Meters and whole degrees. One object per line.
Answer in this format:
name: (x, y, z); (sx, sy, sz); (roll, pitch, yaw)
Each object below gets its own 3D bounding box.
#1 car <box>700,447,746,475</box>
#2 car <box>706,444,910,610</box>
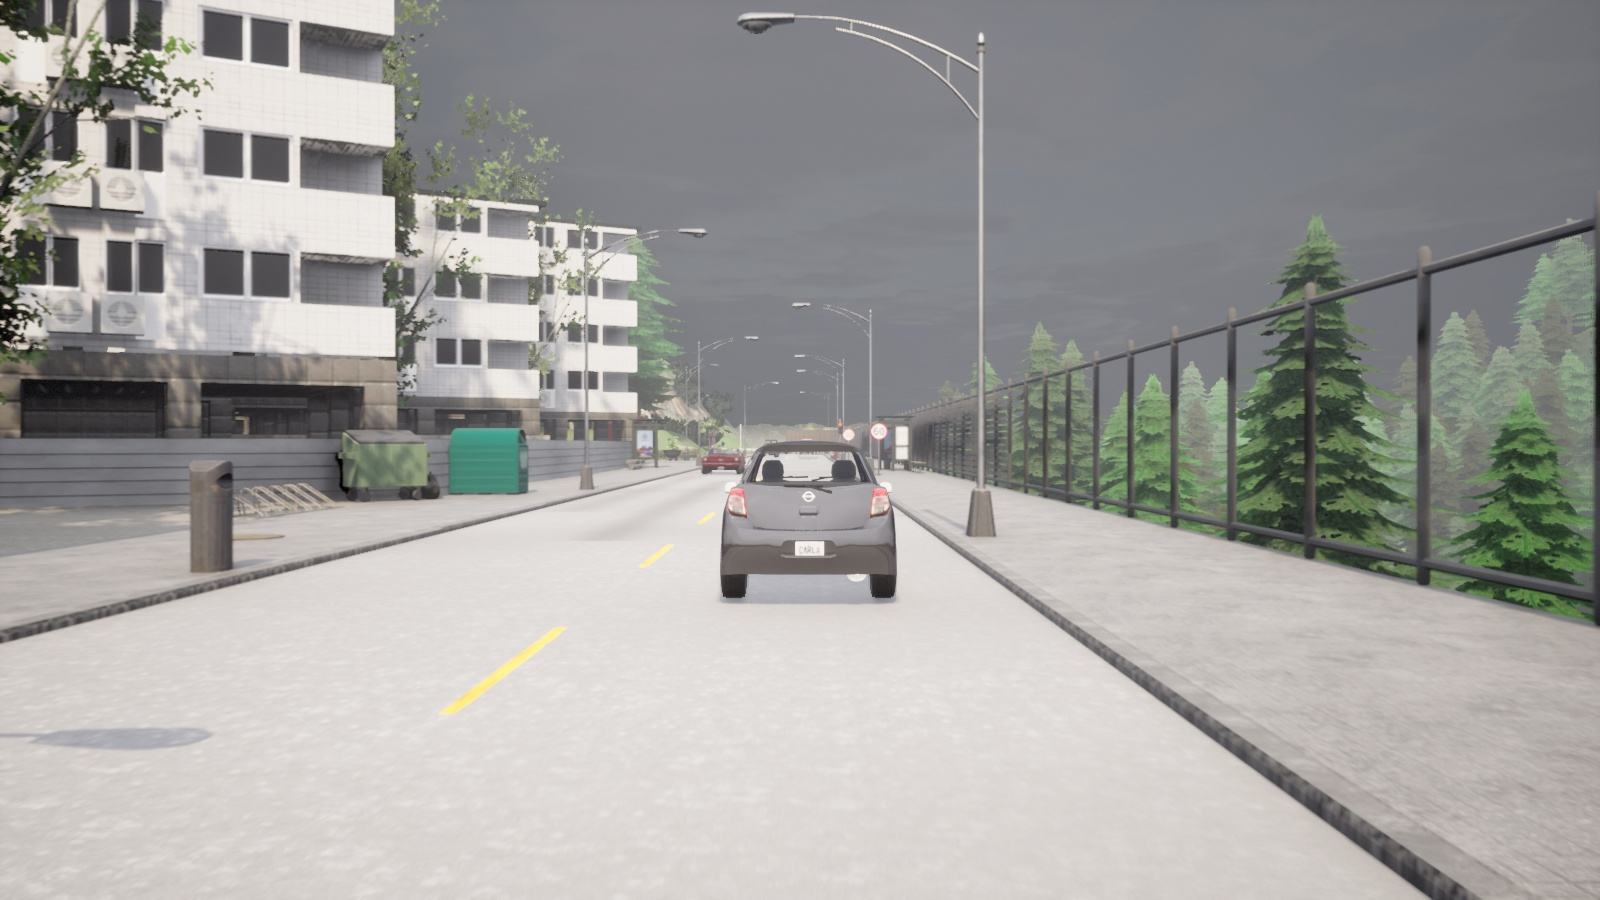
car: (-3.662, 0.505, 60.188); (1.895, 1.301, 4.718); (0, 0, 0)
car: (0.085, 0.686, 13.191); (1.845, 1.501, 3.633); (0, 0, 0)
